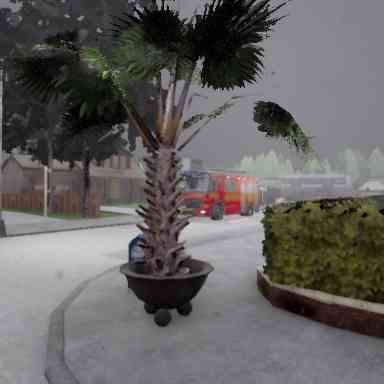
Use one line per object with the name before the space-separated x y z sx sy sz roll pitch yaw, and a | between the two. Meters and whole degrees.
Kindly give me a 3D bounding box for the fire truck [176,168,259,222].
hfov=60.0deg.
fire truck | 2.263 0.156 26.043 2.891 3.827 8.468 1 1 36
